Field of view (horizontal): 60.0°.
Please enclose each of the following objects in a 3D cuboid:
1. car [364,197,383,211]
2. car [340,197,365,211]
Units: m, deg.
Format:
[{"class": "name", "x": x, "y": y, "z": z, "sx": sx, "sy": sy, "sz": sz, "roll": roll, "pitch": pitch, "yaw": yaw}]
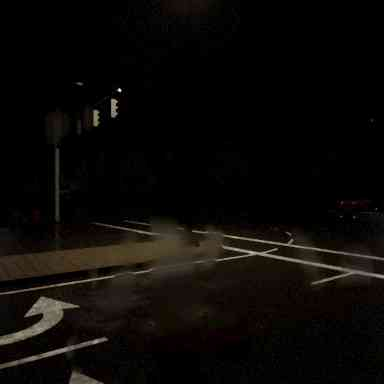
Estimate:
[{"class": "car", "x": 22.854, "y": 1.547, "z": 38.891, "sx": 5.357, "sy": 1.411, "sz": 2.033, "roll": 0, "pitch": 0, "yaw": -35}, {"class": "car", "x": 20.443, "y": 1.352, "z": 41.425, "sx": 4.553, "sy": 1.767, "sz": 2.097, "roll": 0, "pitch": 0, "yaw": -36}]
